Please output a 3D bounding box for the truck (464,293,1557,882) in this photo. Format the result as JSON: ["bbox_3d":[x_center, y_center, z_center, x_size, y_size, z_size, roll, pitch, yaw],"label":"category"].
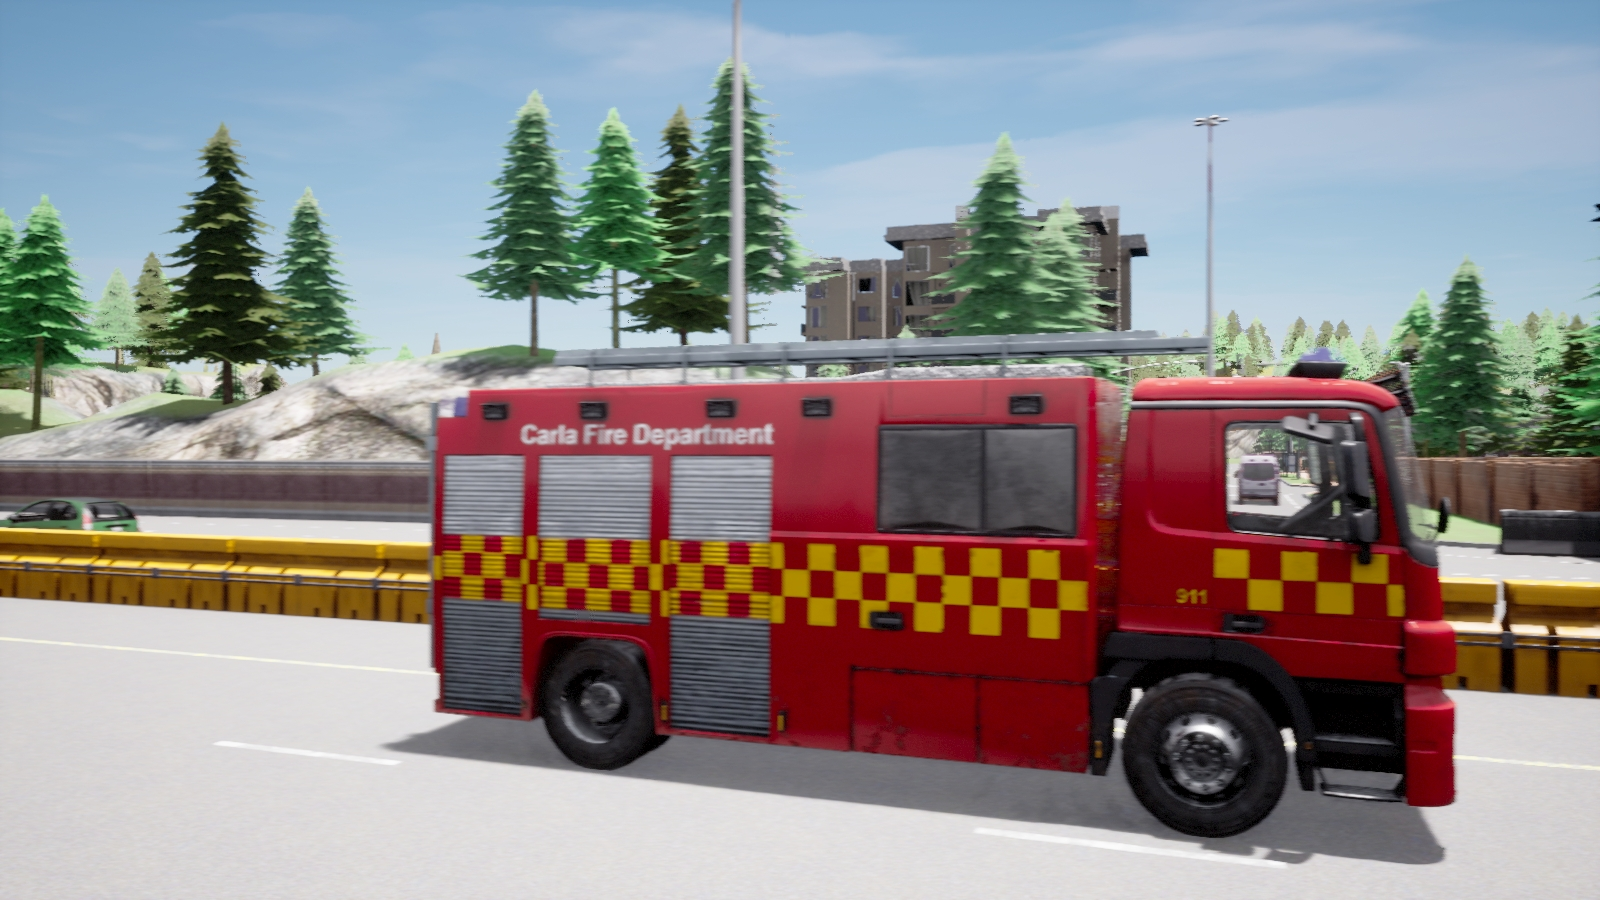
[{"bbox_3d":[1.437,0.889,10.237,8.468,3.827,2.891,0,0,20],"label":"truck"}]

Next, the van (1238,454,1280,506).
[{"bbox_3d":[24.208,1.514,60.402,1.988,2.561,5.915,0,0,21],"label":"van"}]

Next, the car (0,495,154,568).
[{"bbox_3d":[-18.473,1.985,28.572,3.988,1.617,1.851,0,0,19],"label":"car"}]
